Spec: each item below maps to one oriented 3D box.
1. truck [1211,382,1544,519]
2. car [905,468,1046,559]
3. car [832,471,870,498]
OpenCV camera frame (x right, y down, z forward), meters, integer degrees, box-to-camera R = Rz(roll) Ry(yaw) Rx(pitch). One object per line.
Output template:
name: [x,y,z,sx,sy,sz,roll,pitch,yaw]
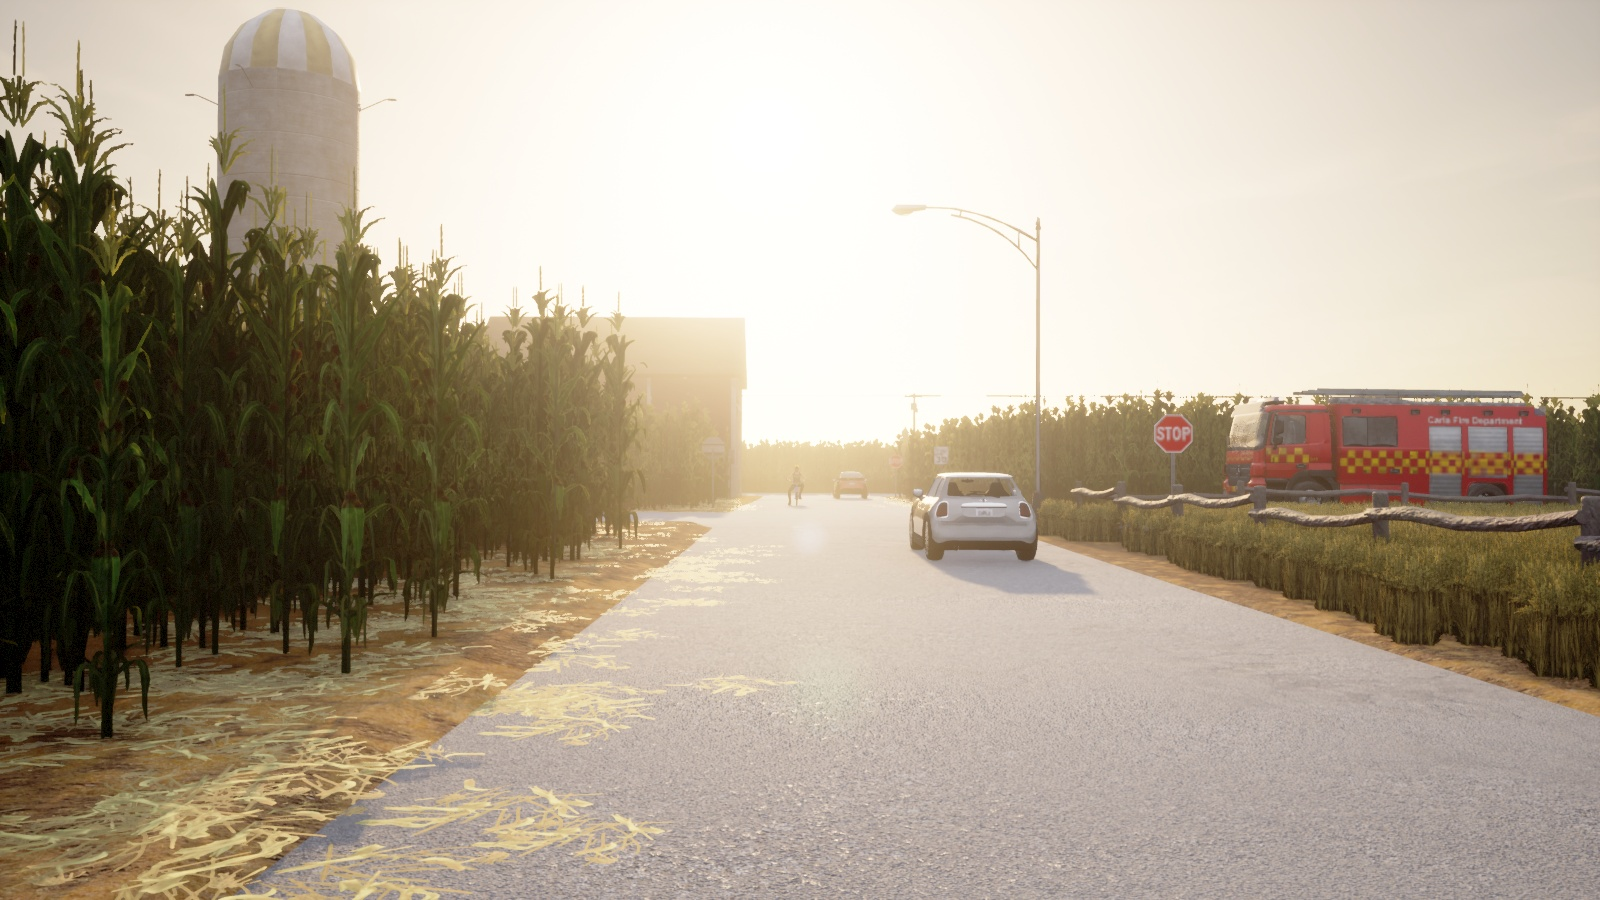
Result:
truck: [16.791,0.037,36.936,8.468,3.827,2.891,0,-1,0]
car: [3.041,1.071,22.544,1.970,1.475,3.806,0,-1,0]
car: [2.912,1.959,72.386,2.007,1.525,4.514,0,-1,0]
